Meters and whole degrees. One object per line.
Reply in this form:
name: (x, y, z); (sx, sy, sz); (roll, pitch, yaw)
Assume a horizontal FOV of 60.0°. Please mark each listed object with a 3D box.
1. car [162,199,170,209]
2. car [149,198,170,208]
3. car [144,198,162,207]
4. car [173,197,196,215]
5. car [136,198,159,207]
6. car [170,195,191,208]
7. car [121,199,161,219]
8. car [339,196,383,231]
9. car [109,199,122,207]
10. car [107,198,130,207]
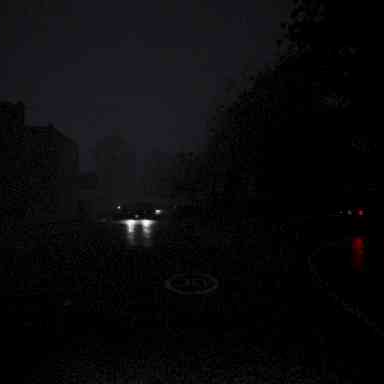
car: (-3.474, 1.807, 52.297); (2.231, 1.521, 4.892); (0, 0, -18)
car: (-5.680, 1.884, 57.596); (2.097, 1.535, 5.008); (-1, -1, -27)
car: (-6.234, 1.765, 48.628); (1.882, 1.535, 5.008); (0, -1, -17)
car: (-0.657, 1.574, 35.150); (2.097, 1.535, 5.008); (0, -1, -1)
car: (-8.433, 1.957, 62.466); (2.231, 1.521, 4.892); (-1, -1, -35)
car: (-1.018, 1.391, 41.137); (2.435, 2.045, 5.566); (0, -1, -7)
car: (-4.262, 1.529, 28.600); (2.033, 1.411, 5.357); (0, -1, 1)
car: (10.302, 0.963, 17.594); (4.553, 1.767, 2.097); (-3, 1, -8)
car: (-14.264, 2.049, 64.541); (2.097, 1.767, 4.553); (-1, -1, -39)
car: (-15.780, 2.274, 71.356); (4.892, 1.521, 2.231); (-4, -2, 42)
